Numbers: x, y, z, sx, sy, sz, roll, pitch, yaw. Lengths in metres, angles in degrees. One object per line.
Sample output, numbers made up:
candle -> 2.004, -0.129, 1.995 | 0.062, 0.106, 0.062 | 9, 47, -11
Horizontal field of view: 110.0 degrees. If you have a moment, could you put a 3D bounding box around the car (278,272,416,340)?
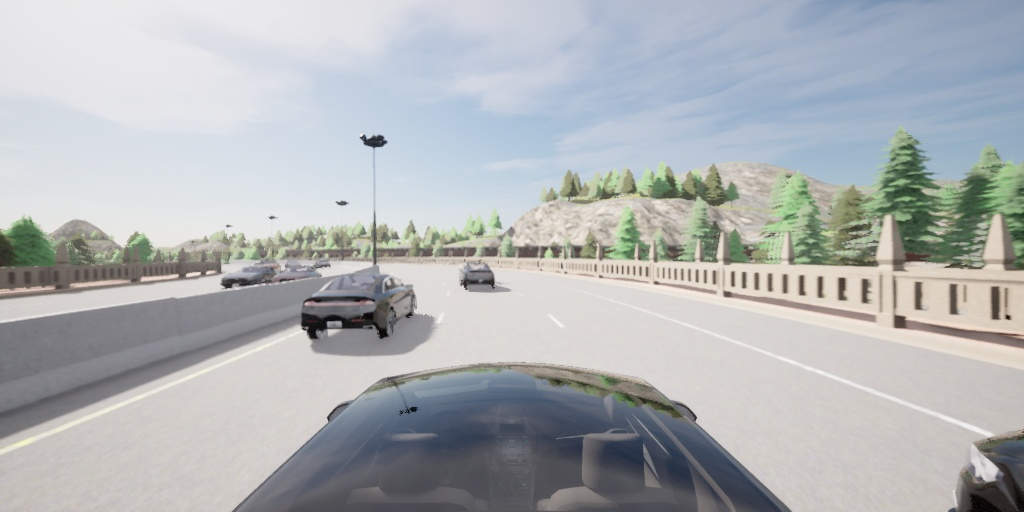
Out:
car -> -3.947, 1.227, 9.984 | 2.128, 1.511, 4.902 | 0, 0, -5

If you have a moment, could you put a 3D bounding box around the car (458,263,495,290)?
car -> -2.242, 1.169, 22.217 | 2.128, 1.511, 4.902 | 0, 0, -12

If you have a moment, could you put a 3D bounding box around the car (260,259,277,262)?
car -> -27.261, 1.193, 40.037 | 2.097, 1.767, 4.553 | -1, 0, -28

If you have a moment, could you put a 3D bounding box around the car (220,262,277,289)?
car -> -17.205, 1.332, 24.008 | 2.033, 1.411, 5.357 | 0, 0, -15

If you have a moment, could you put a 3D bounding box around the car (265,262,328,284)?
car -> -13.288, 1.321, 22.419 | 1.994, 1.385, 4.181 | 0, 0, -14
